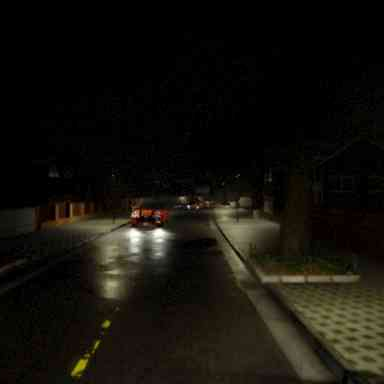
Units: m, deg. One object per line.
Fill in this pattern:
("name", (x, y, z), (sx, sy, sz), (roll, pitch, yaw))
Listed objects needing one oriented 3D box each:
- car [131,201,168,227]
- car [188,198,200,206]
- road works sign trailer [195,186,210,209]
("car", (-2.905, 1.473, 23.484), (2.097, 1.767, 4.553), (0, 0, 1))
("car", (0.378, 1.897, 65.153), (1.882, 1.535, 5.008), (0, 0, 8))
("road works sign trailer", (1.673, 0.785, 52.446), (2.380, 3.560, 2.880), (0, 0, 6))
